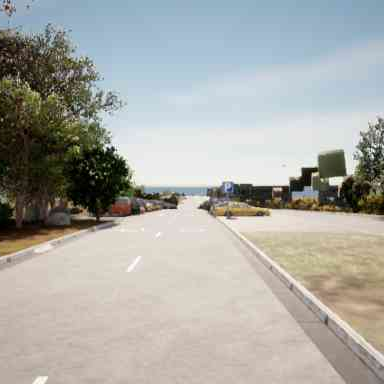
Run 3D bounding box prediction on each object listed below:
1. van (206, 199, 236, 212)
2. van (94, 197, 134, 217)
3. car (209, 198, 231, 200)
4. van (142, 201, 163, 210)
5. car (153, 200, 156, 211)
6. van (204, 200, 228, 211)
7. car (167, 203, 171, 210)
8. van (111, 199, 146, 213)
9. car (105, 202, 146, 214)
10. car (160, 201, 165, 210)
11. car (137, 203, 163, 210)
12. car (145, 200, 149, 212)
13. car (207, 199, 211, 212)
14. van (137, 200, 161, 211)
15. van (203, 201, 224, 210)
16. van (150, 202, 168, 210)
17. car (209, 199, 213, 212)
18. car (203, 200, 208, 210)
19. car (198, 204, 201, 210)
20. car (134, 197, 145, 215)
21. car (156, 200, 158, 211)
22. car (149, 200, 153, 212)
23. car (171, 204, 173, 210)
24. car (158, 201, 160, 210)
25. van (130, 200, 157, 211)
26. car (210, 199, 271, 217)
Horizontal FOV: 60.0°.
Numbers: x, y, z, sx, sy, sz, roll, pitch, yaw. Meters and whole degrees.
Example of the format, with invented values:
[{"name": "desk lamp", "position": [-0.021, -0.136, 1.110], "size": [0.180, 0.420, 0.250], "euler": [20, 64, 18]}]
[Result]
[{"name": "van", "position": [4.423, 2.125, 51.143], "size": [4.442, 1.987, 1.878], "euler": [0, -2, 0]}, {"name": "van", "position": [-8.657, 1.568, 34.605], "size": [4.442, 1.987, 1.878], "euler": [0, -2, 0]}, {"name": "car", "position": [4.509, 1.839, 40.046], "size": [4.553, 1.767, 2.185], "euler": [0, -2, 0]}, {"name": "van", "position": [-8.656, 2.971, 73.464], "size": [4.442, 1.987, 1.878], "euler": [0, -3, 0]}, {"name": "car", "position": [-8.535, 2.352, 51.202], "size": [5.008, 1.535, 2.097], "euler": [0, -2, 0]}, {"name": "van", "position": [4.657, 2.613, 65.015], "size": [4.442, 1.987, 1.878], "euler": [0, -2, 0]}, {"name": "car", "position": [-8.511, 3.222, 78.874], "size": [5.566, 2.045, 2.435], "euler": [0, -3, 0]}, {"name": "van", "position": [-8.657, 1.937, 45.798], "size": [4.442, 1.987, 1.878], "euler": [0, -2, 0]}, {"name": "car", "position": [-8.533, 2.066, 43.021], "size": [4.892, 1.521, 2.231], "euler": [0, -2, 0]}, {"name": "car", "position": [-8.355, 2.743, 62.403], "size": [5.366, 1.575, 1.946], "euler": [0, -2, 0]}, {"name": "car", "position": [-8.545, 2.940, 67.938], "size": [5.008, 1.535, 2.097], "euler": [0, -2, 0]}, {"name": "car", "position": [-8.355, 1.967, 40.256], "size": [5.366, 1.575, 1.946], "euler": [0, -2, 0]}, {"name": "car", "position": [4.534, 1.874, 37.266], "size": [5.008, 1.535, 2.097], "euler": [0, -2, 0]}, {"name": "van", "position": [-8.423, 2.618, 65.177], "size": [4.442, 1.987, 1.878], "euler": [0, -2, 0]}, {"name": "van", "position": [4.657, 2.964, 73.320], "size": [4.442, 1.987, 1.878], "euler": [0, -3, 0]}, {"name": "van", "position": [-8.656, 3.673, 87.172], "size": [4.442, 1.987, 1.878], "euler": [0, -3, 0]}, {"name": "car", "position": [4.534, 1.793, 34.495], "size": [4.892, 1.521, 2.231], "euler": [0, -2, 0]}, {"name": "car", "position": [4.568, 1.808, 42.820], "size": [5.566, 2.045, 2.435], "euler": [0, -2, 0]}, {"name": "car", "position": [4.512, 2.797, 70.549], "size": [5.566, 2.045, 2.435], "euler": [0, -3, 0]}, {"name": "car", "position": [-8.568, 1.628, 37.496], "size": [5.566, 2.045, 2.435], "euler": [0, -2, 0]}, {"name": "car", "position": [-8.535, 2.454, 54.096], "size": [5.008, 1.535, 2.097], "euler": [0, -2, 0]}, {"name": "car", "position": [-8.508, 2.134, 48.563], "size": [4.553, 1.767, 2.185], "euler": [0, -2, 0]}, {"name": "car", "position": [-8.534, 4.188, 92.818], "size": [5.008, 1.535, 2.097], "euler": [0, -3, 0]}, {"name": "car", "position": [-8.534, 2.553, 56.865], "size": [4.892, 1.521, 2.231], "euler": [0, -2, 0]}, {"name": "van", "position": [-8.657, 2.423, 59.641], "size": [4.442, 1.987, 1.878], "euler": [0, -2, 0]}, {"name": "car", "position": [4.725, 1.716, 31.727], "size": [5.366, 1.575, 1.946], "euler": [0, -2, 0]}]
